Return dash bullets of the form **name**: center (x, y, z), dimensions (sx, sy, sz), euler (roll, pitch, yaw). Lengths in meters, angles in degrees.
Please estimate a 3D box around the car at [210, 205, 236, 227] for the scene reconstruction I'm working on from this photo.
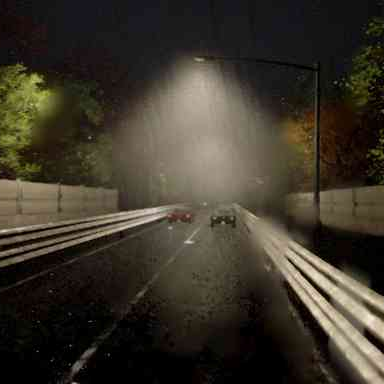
- **car**: center (2.501, 1.997, 26.466), dimensions (1.895, 1.301, 4.718), euler (1, -1, 6)

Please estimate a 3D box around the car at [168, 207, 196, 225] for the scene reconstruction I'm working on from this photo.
- **car**: center (-0.802, 1.965, 28.036), dimensions (1.895, 1.301, 4.718), euler (1, -1, 6)

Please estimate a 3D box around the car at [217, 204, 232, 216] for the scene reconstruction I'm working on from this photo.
- **car**: center (4.229, 2.292, 43.303), dimensions (1.895, 1.301, 4.718), euler (1, -1, 6)
